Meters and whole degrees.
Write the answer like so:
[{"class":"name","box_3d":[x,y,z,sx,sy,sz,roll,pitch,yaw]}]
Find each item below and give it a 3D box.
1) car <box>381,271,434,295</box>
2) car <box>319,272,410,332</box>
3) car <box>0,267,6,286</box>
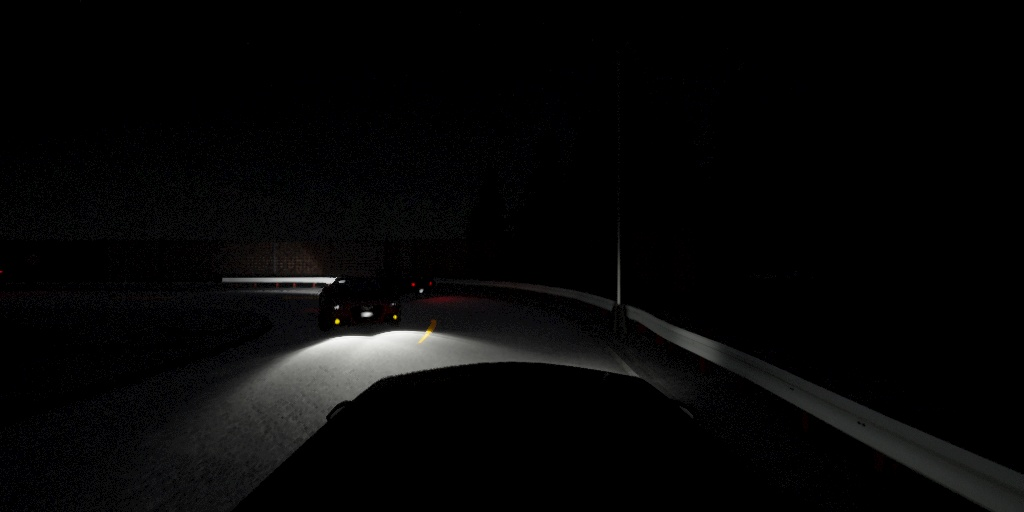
[{"class":"car","box_3d":[-6.518,1.427,18.685,4.718,1.301,1.895,0,0,25]},{"class":"car","box_3d":[-4.800,1.357,11.134,1.994,1.385,4.181,1,-1,-31]},{"class":"car","box_3d":[-31.520,1.049,19.593,5.566,2.045,2.150,0,0,0]}]
